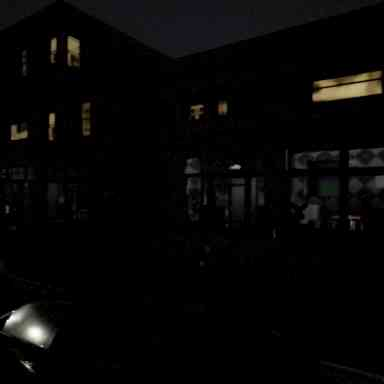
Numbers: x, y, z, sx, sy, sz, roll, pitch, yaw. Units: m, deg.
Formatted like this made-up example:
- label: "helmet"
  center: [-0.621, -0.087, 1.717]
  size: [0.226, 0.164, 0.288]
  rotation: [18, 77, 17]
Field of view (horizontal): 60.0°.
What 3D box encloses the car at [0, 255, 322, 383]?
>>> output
- label: "car"
  center: [-0.895, 1.562, 3.492]
  size: [4.313, 1.339, 1.947]
  rotation: [0, 1, 35]
